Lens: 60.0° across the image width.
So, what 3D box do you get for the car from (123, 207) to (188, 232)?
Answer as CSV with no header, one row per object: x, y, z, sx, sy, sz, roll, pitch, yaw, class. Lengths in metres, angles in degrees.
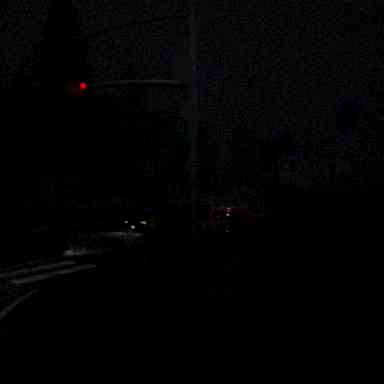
-1.997,1.684,21.809,2.033,1.411,5.357,-1,0,34,car

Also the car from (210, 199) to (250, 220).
3.452,1.490,29.802,2.097,1.767,4.553,-1,0,34,car

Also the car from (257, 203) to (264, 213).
9.022,1.705,38.043,1.994,1.385,4.181,-1,0,34,car

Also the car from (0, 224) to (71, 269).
-5.994,1.648,9.815,2.033,1.411,5.357,-1,0,18,car
